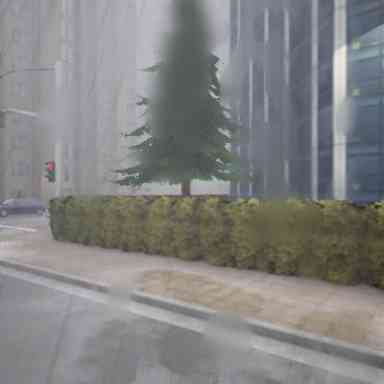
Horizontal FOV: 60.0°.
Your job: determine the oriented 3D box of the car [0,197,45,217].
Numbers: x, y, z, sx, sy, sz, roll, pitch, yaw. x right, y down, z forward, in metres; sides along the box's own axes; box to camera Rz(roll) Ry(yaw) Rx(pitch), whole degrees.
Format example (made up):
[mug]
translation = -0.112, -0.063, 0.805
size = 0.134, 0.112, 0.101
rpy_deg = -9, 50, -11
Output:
[car]
translation = -15.797, 1.279, 29.969
size = 2.097, 1.767, 4.553
rpy_deg = 0, 0, 37
